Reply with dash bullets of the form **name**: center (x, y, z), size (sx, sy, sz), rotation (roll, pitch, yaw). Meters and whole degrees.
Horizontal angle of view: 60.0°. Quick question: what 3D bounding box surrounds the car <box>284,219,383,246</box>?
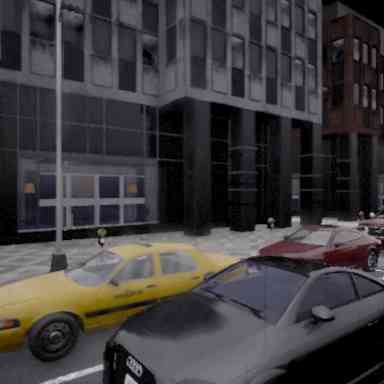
- **car**: center (3.603, 1.583, 9.224), size (4.206, 1.307, 1.802), rotation (0, 0, -36)

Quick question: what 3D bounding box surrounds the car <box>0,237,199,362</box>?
- **car**: center (-1.094, 1.525, 5.871), size (4.829, 1.417, 1.752), rotation (0, 0, -36)

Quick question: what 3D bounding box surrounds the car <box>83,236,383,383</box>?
- **car**: center (1.083, 1.564, 4.151), size (4.181, 1.385, 1.994), rotation (0, 0, -35)

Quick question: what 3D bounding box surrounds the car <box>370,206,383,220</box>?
- **car**: center (8.163, 1.317, 12.480), size (5.009, 1.841, 2.192), rotation (0, 0, -36)
